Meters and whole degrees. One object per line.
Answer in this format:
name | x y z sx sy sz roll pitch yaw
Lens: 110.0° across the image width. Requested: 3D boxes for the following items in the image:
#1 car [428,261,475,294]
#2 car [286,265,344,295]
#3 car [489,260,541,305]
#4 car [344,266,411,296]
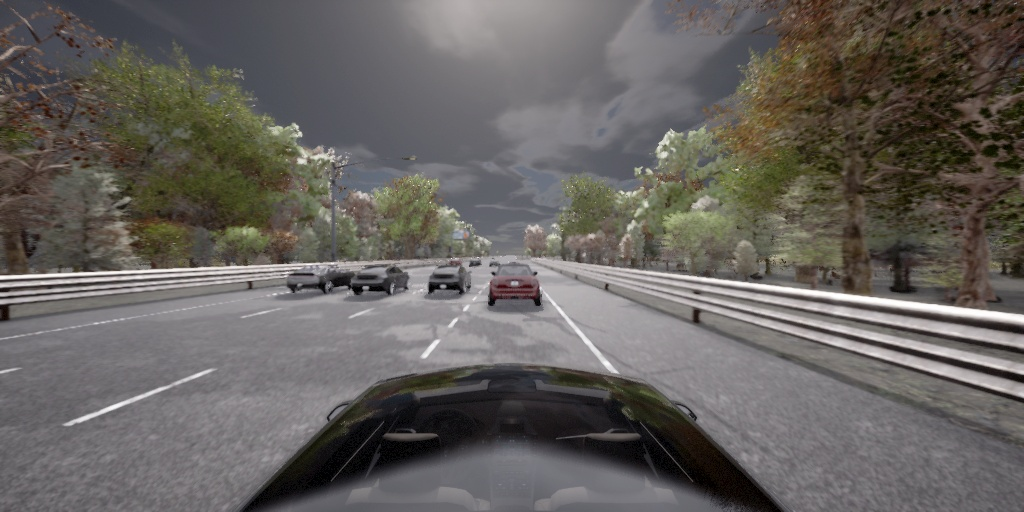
car | -3.385 1.244 20.075 1.837 1.490 4.892 0 0 0
car | -10.385 1.229 19.985 2.128 1.511 4.902 0 0 0
car | 0.107 1.091 16.163 2.097 1.767 4.553 0 0 0
car | -6.886 1.244 19.336 1.837 1.490 4.892 0 0 0
